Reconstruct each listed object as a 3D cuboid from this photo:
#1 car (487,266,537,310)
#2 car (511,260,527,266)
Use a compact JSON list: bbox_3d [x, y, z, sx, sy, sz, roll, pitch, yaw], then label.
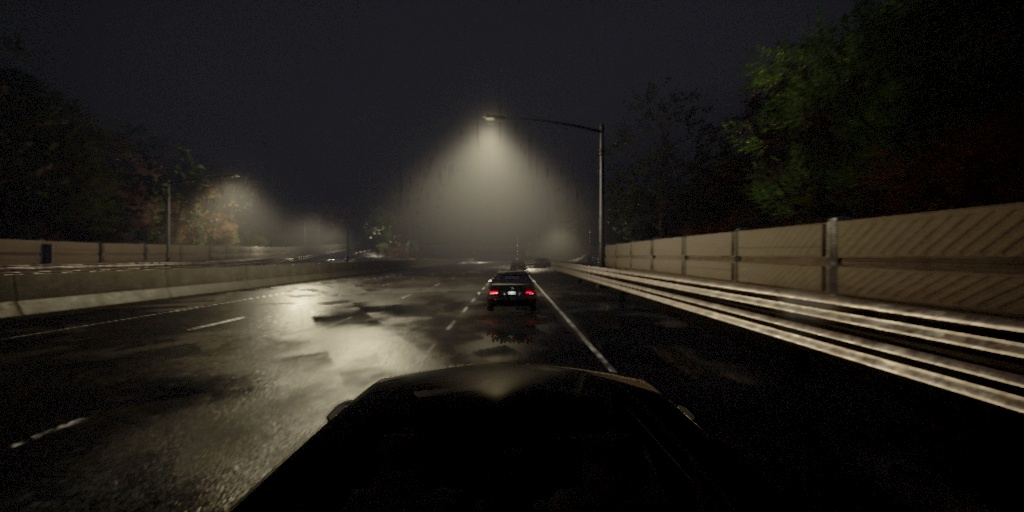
[{"bbox_3d":[-0.008,1.306,14.703,2.033,1.411,5.357,0,0,0],"label":"car"},{"bbox_3d":[0.989,1.276,49.311,1.882,1.535,5.008,0,0,8],"label":"car"}]
